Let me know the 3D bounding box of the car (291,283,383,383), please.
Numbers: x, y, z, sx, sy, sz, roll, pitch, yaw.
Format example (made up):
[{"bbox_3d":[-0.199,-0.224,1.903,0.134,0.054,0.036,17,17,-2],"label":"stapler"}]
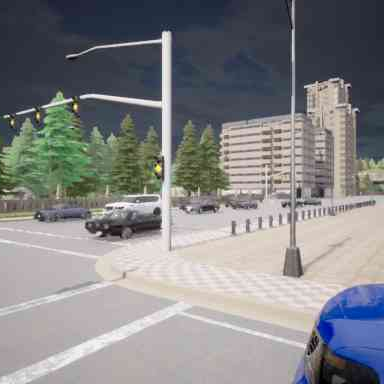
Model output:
[{"bbox_3d":[3.361,1.221,1.569,5.566,2.045,2.150,0,0,36],"label":"car"}]

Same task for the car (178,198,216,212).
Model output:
[{"bbox_3d":[0.702,1.547,40.682,2.033,1.411,5.357,0,0,36],"label":"car"}]

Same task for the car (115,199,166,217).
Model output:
[{"bbox_3d":[-4.974,1.491,32.725,2.128,1.511,4.902,0,0,35],"label":"car"}]

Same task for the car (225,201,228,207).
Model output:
[{"bbox_3d":[6.526,1.564,48.791,1.994,1.385,4.181,0,0,36],"label":"car"}]

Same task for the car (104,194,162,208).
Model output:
[{"bbox_3d":[-4.644,1.221,27.159,2.150,2.045,5.566,0,0,35],"label":"car"}]

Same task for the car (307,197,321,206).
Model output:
[{"bbox_3d":[20.229,1.564,55.678,1.994,1.385,4.181,0,0,35],"label":"car"}]

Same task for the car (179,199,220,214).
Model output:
[{"bbox_3d":[1.120,1.491,35.239,2.128,1.511,4.902,0,0,36],"label":"car"}]

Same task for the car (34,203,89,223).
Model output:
[{"bbox_3d":[-9.937,1.564,25.765,1.994,1.385,4.181,0,0,35],"label":"car"}]

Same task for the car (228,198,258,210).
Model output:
[{"bbox_3d":[6.945,1.564,43.382,1.994,1.385,4.181,0,0,36],"label":"car"}]

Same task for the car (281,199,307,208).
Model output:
[{"bbox_3d":[14.446,1.601,47.568,1.895,1.301,4.718,0,0,35],"label":"car"}]

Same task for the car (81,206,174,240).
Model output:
[{"bbox_3d":[-2.985,1.601,17.102,1.895,1.301,4.718,0,0,36],"label":"car"}]
